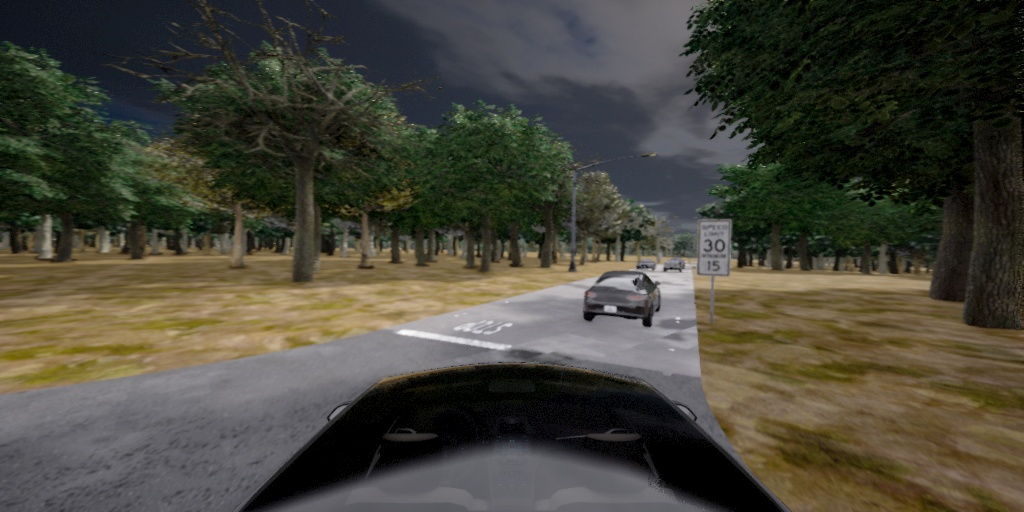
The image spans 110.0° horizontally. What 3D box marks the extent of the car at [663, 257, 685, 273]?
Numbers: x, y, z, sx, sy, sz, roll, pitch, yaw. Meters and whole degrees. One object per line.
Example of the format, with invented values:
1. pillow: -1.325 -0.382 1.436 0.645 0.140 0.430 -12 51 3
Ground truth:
1. car: 18.123 1.077 40.377 2.033 1.411 5.357 1 0 27

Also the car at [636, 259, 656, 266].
1. car: 16.542 1.036 44.078 1.994 1.385 4.181 1 0 26

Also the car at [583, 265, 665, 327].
1. car: 3.535 1.170 11.222 1.812 1.442 4.674 1 1 26

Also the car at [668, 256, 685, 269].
1. car: 23.827 0.953 51.870 2.097 1.767 4.553 1 0 27
